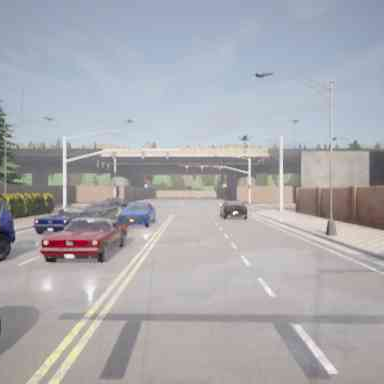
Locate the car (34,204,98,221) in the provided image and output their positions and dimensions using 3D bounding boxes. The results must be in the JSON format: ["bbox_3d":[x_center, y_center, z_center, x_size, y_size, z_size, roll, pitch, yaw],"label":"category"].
[{"bbox_3d":[-7.105,1.567,18.887,1.895,1.301,4.718,0,0,0],"label":"car"}]

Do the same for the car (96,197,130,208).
[{"bbox_3d":[-10.815,1.450,45.723,4.181,1.385,1.994,0,0,18],"label":"car"}]

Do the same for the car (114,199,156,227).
[{"bbox_3d":[-3.590,1.437,22.434,1.882,1.535,5.008,0,0,1],"label":"car"}]

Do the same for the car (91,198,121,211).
[{"bbox_3d":[-7.046,1.464,25.884,1.837,1.490,4.892,0,0,0],"label":"car"}]

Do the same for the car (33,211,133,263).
[{"bbox_3d":[-3.610,1.579,11.992,1.895,1.301,4.718,0,0,0],"label":"car"}]

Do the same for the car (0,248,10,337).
[{"bbox_3d":[-3.596,1.559,2.845,1.994,1.385,4.181,0,0,0],"label":"car"}]

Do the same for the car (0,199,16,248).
[{"bbox_3d":[-7.106,1.205,9.112,2.150,2.045,5.566,0,0,0],"label":"car"}]

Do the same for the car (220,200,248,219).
[{"bbox_3d":[3.449,1.426,28.107,1.882,1.535,5.008,0,0,0],"label":"car"}]
